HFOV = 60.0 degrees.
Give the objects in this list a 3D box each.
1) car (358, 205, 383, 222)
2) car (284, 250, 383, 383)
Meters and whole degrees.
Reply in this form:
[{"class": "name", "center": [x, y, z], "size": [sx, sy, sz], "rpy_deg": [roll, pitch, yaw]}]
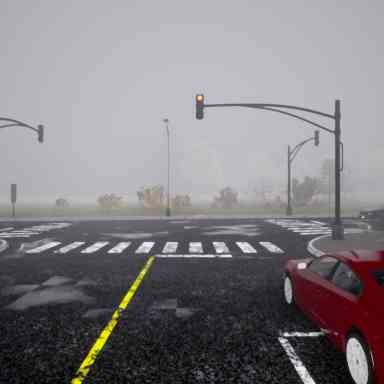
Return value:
[{"class": "car", "center": [14.767, 1.361, 23.561], "size": [5.357, 1.411, 2.033], "rpy_deg": [-1, 0, 0]}, {"class": "car", "center": [2.706, 1.545, 5.048], "size": [1.887, 1.381, 4.507], "rpy_deg": [0, 0, 0]}]
